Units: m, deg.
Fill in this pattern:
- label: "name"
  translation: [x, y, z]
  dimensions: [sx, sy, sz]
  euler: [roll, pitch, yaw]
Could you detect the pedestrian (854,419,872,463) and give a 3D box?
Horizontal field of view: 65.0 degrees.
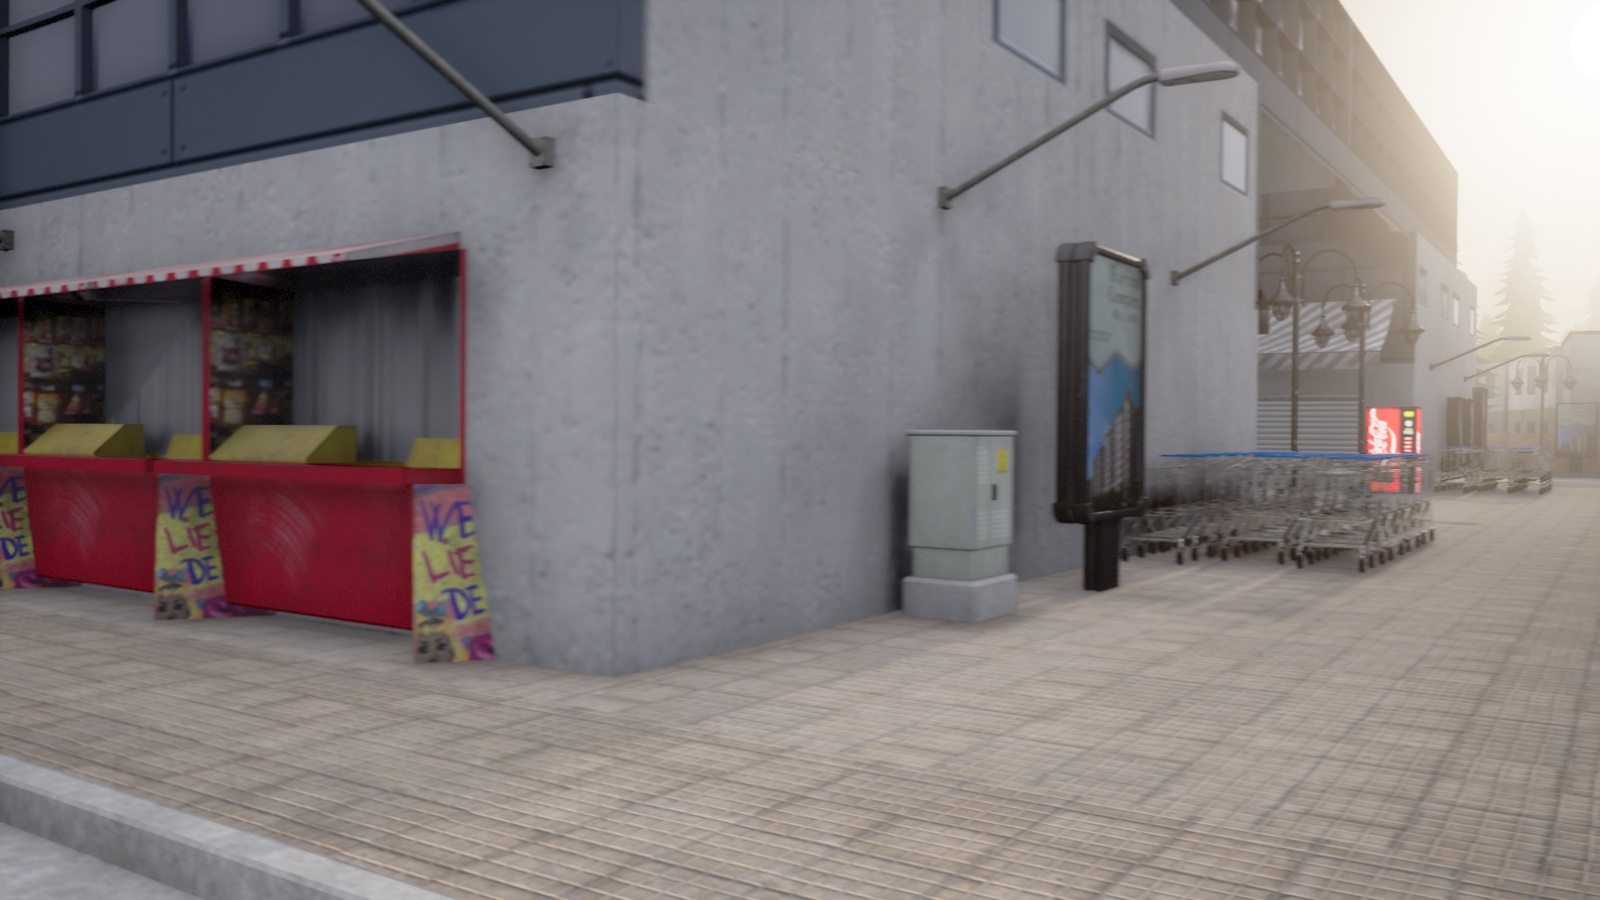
- label: "pedestrian"
  translation: [2.810, -0.397, 56.156]
  dimensions: [0.692, 1.930, 0.395]
  euler: [0, 1, 32]
